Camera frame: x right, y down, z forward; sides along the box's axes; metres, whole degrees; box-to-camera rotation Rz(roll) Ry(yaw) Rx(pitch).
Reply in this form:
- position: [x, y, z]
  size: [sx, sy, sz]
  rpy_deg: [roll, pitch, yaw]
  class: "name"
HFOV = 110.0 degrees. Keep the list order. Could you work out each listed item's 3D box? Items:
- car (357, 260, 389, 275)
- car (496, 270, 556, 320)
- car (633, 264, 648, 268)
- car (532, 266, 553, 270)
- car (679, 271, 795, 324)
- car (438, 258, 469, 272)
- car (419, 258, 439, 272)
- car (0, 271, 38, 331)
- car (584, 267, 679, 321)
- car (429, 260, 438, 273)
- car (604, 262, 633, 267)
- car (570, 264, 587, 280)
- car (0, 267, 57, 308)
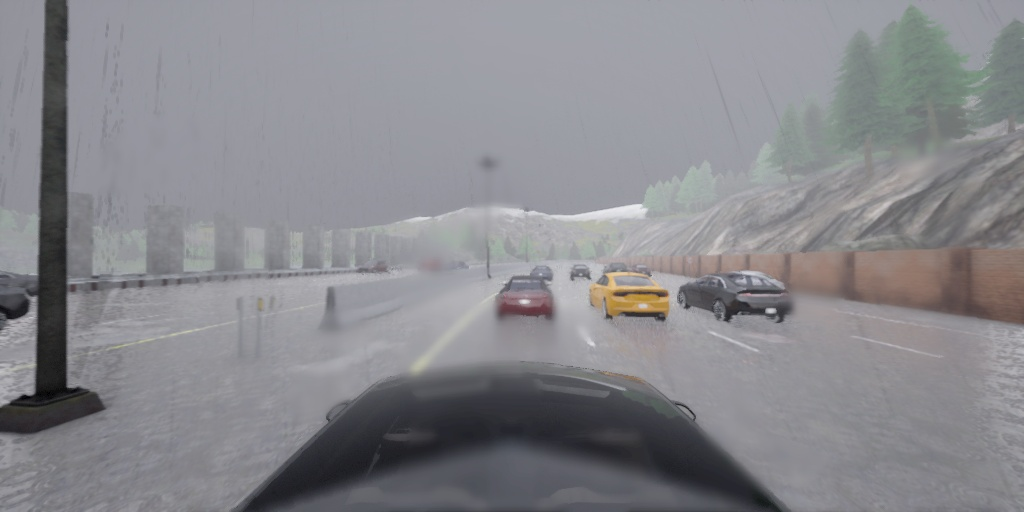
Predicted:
- position: [-16.986, 1.313, 44.008]
  size: [2.097, 1.767, 4.553]
  rpy_deg: [0, -1, 9]
  class: "car"
- position: [0.547, 1.397, 13.086]
  size: [1.994, 1.385, 4.181]
  rpy_deg: [0, 0, 4]
  class: "car"
- position: [14.653, 1.629, 41.203]
  size: [1.812, 1.442, 4.674]
  rpy_deg: [0, 0, 9]
  class: "car"
- position: [2.715, 1.543, 32.250]
  size: [1.994, 1.385, 4.181]
  rpy_deg: [0, 0, 8]
  class: "car"
- position: [7.525, 1.358, 12.619]
  size: [2.128, 1.511, 4.902]
  rpy_deg: [0, 0, 4]
  class: "car"
- position: [-6.609, 1.355, 42.346]
  size: [2.097, 1.767, 4.553]
  rpy_deg: [0, -1, 8]
  class: "car"
- position: [-11.870, 1.271, 53.384]
  size: [2.150, 2.045, 5.566]
  rpy_deg: [0, 0, 10]
  class: "car"
- position: [-13.925, 1.211, 7.540]
  size: [2.128, 1.511, 4.902]
  rpy_deg: [0, 0, 2]
  class: "car"
- position: [4.033, 1.328, 13.043]
  size: [1.882, 1.535, 5.008]
  rpy_deg: [0, 0, 4]
  class: "car"
- position: [-9.119, 1.597, 48.730]
  size: [1.994, 1.385, 4.181]
  rpy_deg: [0, 0, 10]
  class: "car"
- position: [10.223, 1.391, 35.348]
  size: [2.097, 1.767, 4.553]
  rpy_deg: [0, 0, 8]
  class: "car"
- position: [6.686, 1.547, 35.385]
  size: [1.812, 1.442, 4.674]
  rpy_deg: [0, 0, 8]
  class: "car"
- position: [-20.677, 1.214, 12.943]
  size: [2.128, 1.511, 4.902]
  rpy_deg: [0, 0, 4]
  class: "car"
